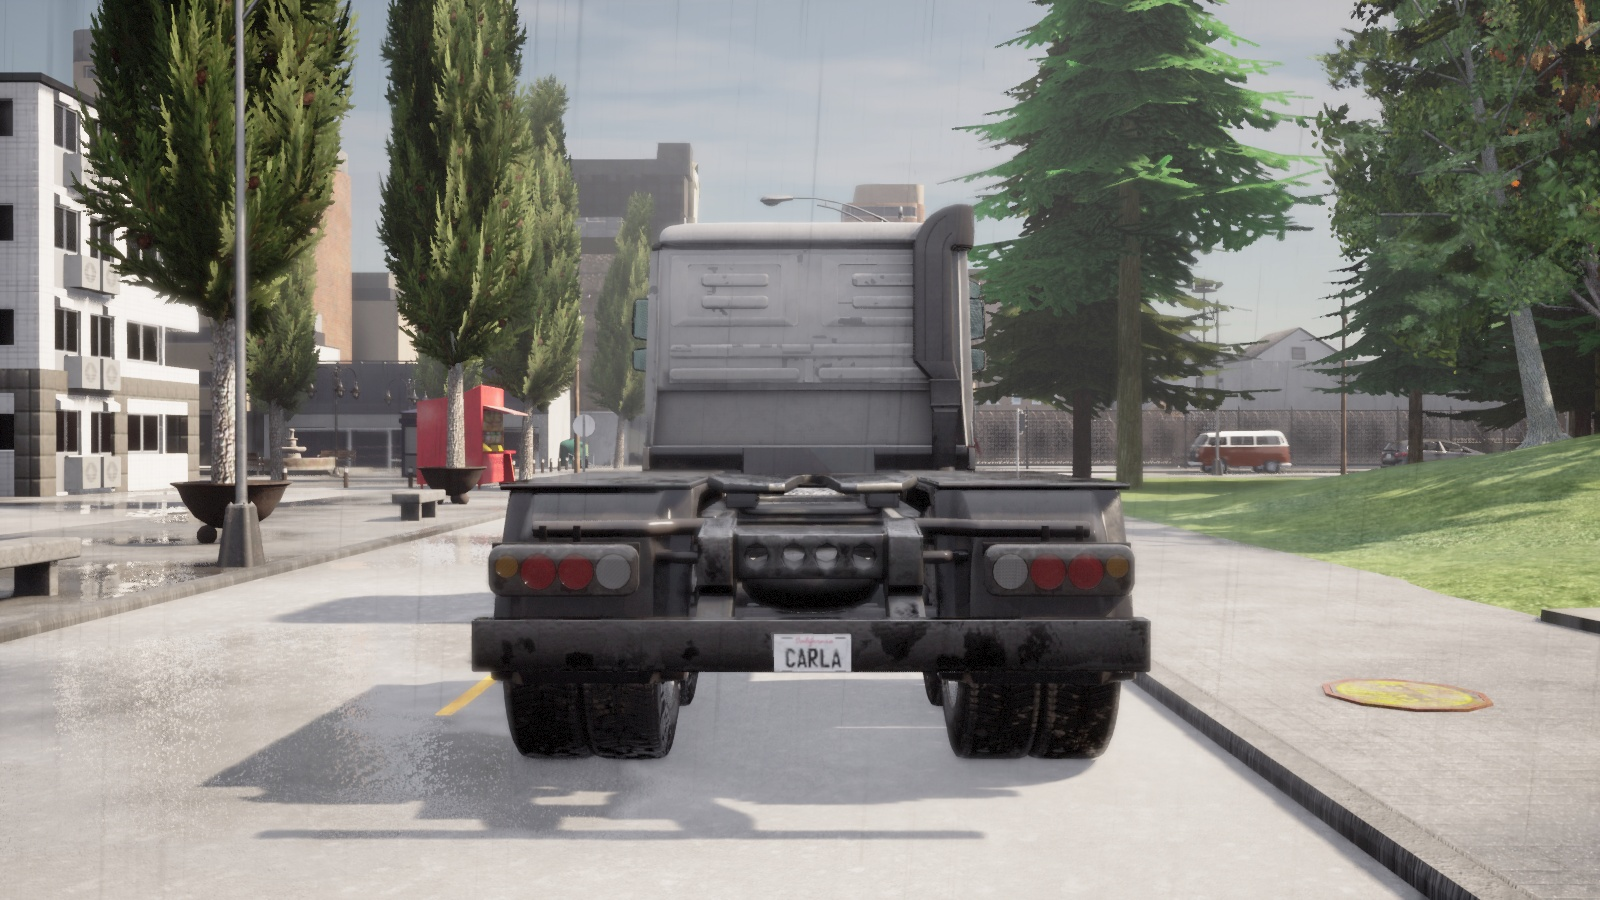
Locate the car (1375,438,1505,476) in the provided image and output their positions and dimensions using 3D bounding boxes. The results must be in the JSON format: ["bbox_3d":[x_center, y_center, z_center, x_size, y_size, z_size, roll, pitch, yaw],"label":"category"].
[{"bbox_3d":[28.257,0.300,55.584,4.611,1.667,2.242,0,0,0],"label":"car"}]

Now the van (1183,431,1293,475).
[{"bbox_3d":[20.763,0.150,59.621,4.480,2.038,2.069,0,0,0],"label":"van"}]

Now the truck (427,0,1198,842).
[{"bbox_3d":[0.066,-0.284,8.680,2.891,3.462,7.936,0,0,0],"label":"truck"}]
